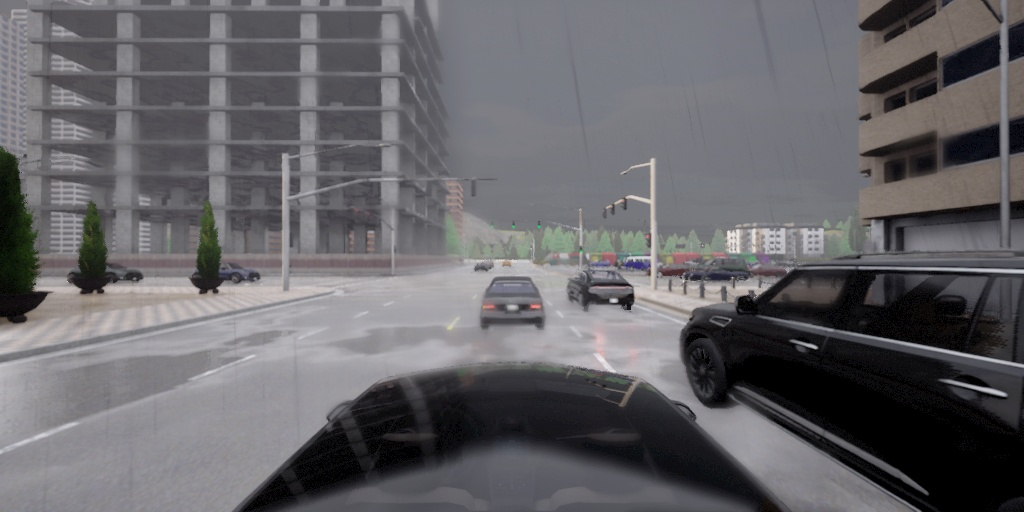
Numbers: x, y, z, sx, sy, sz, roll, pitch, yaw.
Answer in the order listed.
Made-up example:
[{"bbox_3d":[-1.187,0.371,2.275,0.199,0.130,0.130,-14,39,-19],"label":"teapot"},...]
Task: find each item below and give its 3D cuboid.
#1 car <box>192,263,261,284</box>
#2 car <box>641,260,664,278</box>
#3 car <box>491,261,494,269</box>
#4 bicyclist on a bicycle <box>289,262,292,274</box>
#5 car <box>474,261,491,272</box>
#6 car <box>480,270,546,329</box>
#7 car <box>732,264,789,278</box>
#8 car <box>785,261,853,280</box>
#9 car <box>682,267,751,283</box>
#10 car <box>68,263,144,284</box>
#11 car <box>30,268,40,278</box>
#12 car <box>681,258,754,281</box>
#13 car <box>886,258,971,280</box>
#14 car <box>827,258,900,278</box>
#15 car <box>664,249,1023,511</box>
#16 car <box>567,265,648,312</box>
[{"bbox_3d":[-23.497,1.324,29.659,4.553,1.767,2.097,0,0,0],"label":"car"},{"bbox_3d":[16.497,1.495,37.200,5.008,1.535,1.882,0,0,0],"label":"car"},{"bbox_3d":[-4.553,1.592,62.687,1.882,1.535,5.008,0,0,0],"label":"car"},{"bbox_3d":[-25.987,1.344,41.620,0.582,1.620,1.656,0,0,0],"label":"bicyclist on a bicycle"},{"bbox_3d":[-4.449,1.654,52.519,1.895,1.301,4.718,0,0,-1],"label":"car"},{"bbox_3d":[0.009,1.356,11.479,2.033,1.411,5.357,0,0,0],"label":"car"},{"bbox_3d":[25.807,1.544,37.269,4.674,1.442,1.812,0,0,0],"label":"car"},{"bbox_3d":[28.857,1.350,33.804,4.553,1.767,2.097,0,0,0],"label":"car"},{"bbox_3d":[17.008,1.575,30.003,4.718,1.301,1.895,0,0,0],"label":"car"},{"bbox_3d":[-33.392,1.324,29.576,4.553,1.767,2.097,0,0,0],"label":"car"},{"bbox_3d":[-51.206,1.539,36.575,4.674,1.442,1.812,0,0,0],"label":"car"},{"bbox_3d":[19.216,1.218,33.726,5.566,2.045,2.150,0,0,0],"label":"car"},{"bbox_3d":[39.256,1.220,33.884,5.566,2.045,2.150,0,0,-1],"label":"car"},{"bbox_3d":[36.503,1.240,37.365,5.566,2.045,2.150,0,0,-1],"label":"car"},{"bbox_3d":[3.598,0.980,3.044,2.150,2.045,5.566,0,0,0],"label":"car"},{"bbox_3d":[3.470,1.321,14.737,2.128,1.511,4.902,0,0,-1],"label":"car"}]
